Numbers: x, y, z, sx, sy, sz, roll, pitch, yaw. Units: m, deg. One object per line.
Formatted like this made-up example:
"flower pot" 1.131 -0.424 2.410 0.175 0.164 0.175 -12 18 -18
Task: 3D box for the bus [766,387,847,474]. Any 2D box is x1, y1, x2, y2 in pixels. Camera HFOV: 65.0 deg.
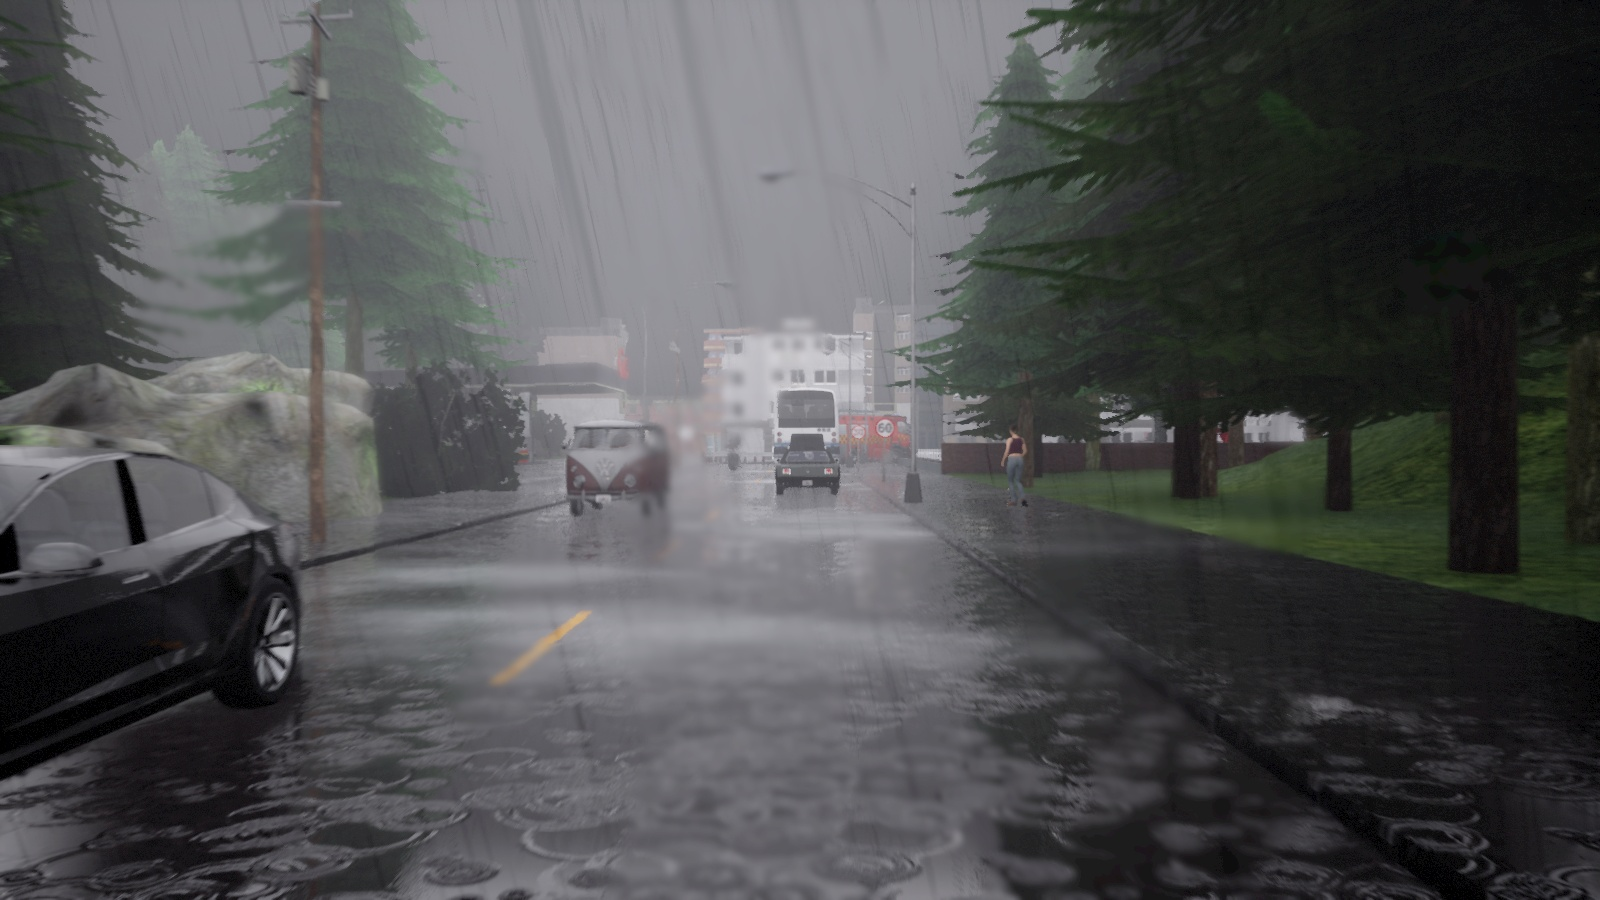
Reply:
"bus" 0.353 -1.001 66.564 3.944 4.253 10.273 0 1 0

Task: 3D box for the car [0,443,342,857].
"car" -3.954 0.713 5.446 2.163 1.488 4.792 0 0 0

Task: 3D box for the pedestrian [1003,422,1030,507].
"pedestrian" 4.733 0.307 27.448 0.345 1.836 0.594 0 0 -17

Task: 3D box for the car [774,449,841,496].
"car" 0.227 0.637 37.665 1.895 1.301 4.718 0 0 0

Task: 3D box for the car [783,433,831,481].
"car" 0.287 0.256 51.496 1.905 1.878 3.866 0 0 0

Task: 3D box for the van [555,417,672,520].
"van" -3.834 0.347 26.481 1.775 1.987 4.442 0 1 0

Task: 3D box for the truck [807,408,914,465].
"truck" 4.338 -0.904 87.851 2.891 3.827 8.468 0 0 41
